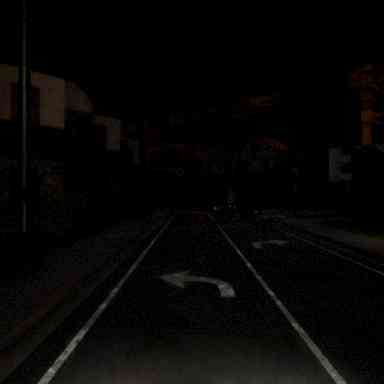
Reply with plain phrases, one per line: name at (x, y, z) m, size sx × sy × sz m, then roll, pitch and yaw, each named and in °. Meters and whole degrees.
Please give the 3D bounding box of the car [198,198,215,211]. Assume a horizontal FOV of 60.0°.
car at (1.845, 1.538, 42.266) m, size 2.128 × 1.511 × 4.902 m, roll 0°, pitch 0°, yaw 5°

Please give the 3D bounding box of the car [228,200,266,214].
car at (6.132, 1.589, 36.810) m, size 2.033 × 1.411 × 5.357 m, roll 0°, pitch 0°, yaw 42°
